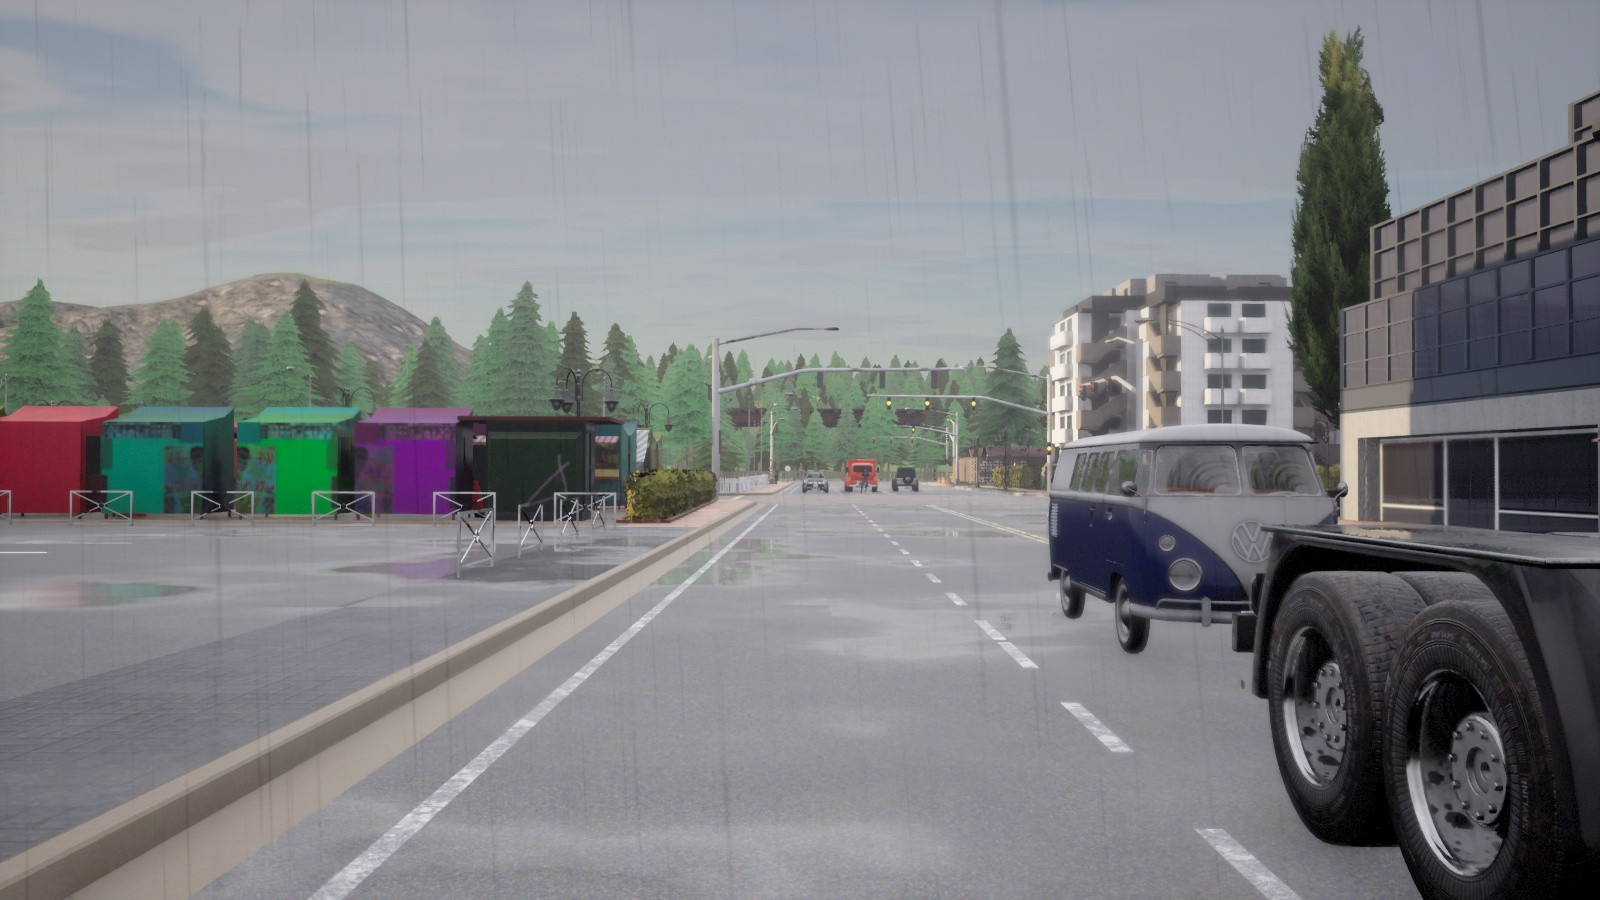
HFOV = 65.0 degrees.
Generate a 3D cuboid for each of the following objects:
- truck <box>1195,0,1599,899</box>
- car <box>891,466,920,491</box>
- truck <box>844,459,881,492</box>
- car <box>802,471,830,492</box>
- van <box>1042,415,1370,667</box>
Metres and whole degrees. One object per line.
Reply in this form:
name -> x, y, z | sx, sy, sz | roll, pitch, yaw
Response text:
truck -> 3.522, -0.137, 2.678 | 2.891, 3.462, 7.936 | 0, -1, 1
car -> 8.237, 2.224, 98.300 | 1.905, 1.878, 3.866 | 0, -1, 1
truck -> 4.707, 1.909, 95.615 | 2.627, 2.467, 5.204 | 0, -1, 1
car -> 1.145, 2.303, 91.206 | 1.970, 1.475, 3.806 | 0, -1, 1
van -> 3.632, 0.756, 12.149 | 1.775, 1.987, 4.442 | 0, -1, 1
